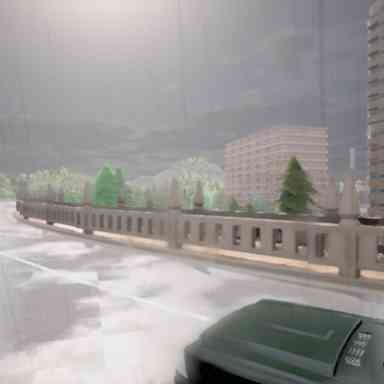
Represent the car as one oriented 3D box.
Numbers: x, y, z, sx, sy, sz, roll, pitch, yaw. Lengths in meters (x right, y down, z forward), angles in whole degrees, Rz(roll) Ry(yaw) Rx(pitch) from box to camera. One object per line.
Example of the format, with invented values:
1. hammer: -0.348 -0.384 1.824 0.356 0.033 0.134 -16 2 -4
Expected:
1. car: 2.172 1.617 2.498 4.718 1.301 1.895 0 0 36
